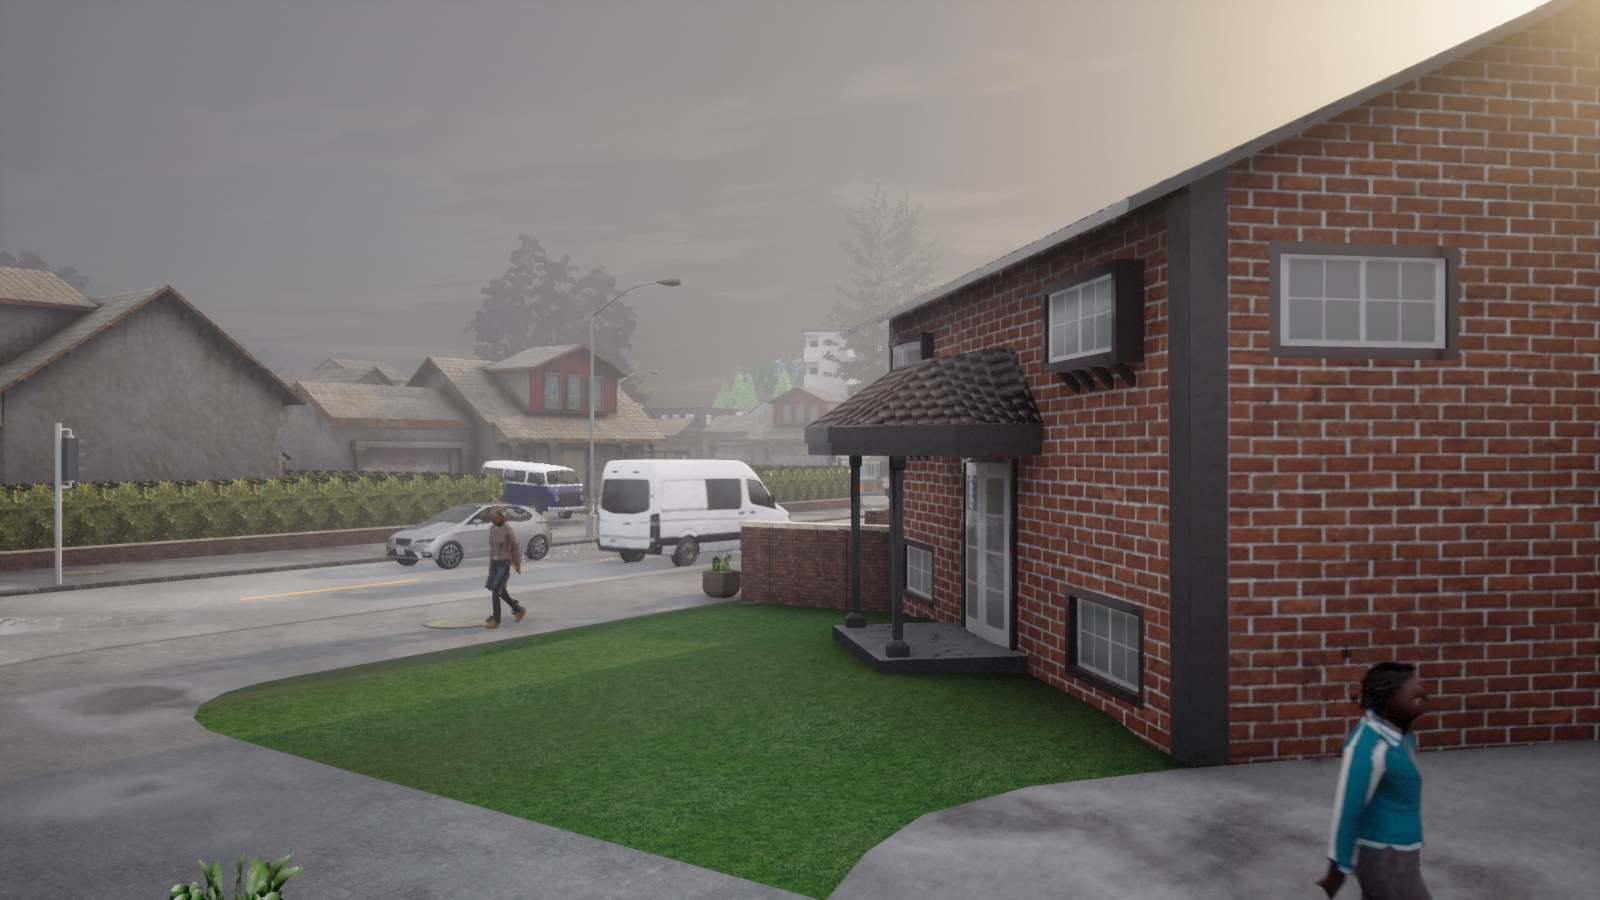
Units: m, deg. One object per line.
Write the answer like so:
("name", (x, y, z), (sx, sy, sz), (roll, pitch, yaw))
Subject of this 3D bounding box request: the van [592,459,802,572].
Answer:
("van", (-2.464, 1.522, 29.268), (1.988, 2.561, 5.915), (0, 0, 35))

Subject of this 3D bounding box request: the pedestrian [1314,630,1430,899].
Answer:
("pedestrian", (2.458, 1.745, 4.907), (0.375, 1.860, 0.375), (0, 0, 39))

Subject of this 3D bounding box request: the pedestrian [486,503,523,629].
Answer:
("pedestrian", (-4.462, 1.736, 17.260), (0.375, 1.860, 0.375), (0, 0, 34))

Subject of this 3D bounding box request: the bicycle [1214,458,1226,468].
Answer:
("bicycle", (65.395, 2.030, 177.932), (1.835, 1.471, 0.329), (0, 0, 35))

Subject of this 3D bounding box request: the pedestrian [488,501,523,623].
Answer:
("pedestrian", (-4.607, 1.735, 17.888), (0.375, 1.860, 0.375), (0, 0, 40))

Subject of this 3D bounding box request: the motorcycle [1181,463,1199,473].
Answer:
("motorcycle", (47.455, 2.161, 139.026), (2.033, 1.199, 0.803), (0, 0, 35))

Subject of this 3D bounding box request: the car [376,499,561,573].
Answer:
("car", (-8.091, 2.051, 28.194), (1.816, 1.474, 4.193), (0, 0, 34))
